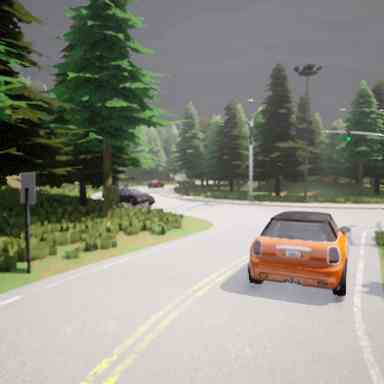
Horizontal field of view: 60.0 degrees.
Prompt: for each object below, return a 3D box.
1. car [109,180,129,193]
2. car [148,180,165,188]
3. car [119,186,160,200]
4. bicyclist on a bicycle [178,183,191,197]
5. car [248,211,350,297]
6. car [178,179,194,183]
[{"bbox_3d":[-10.746,-0.862,49.246,2.097,1.767,4.553,0,3,-2],"label":"car"},{"bbox_3d":[-6.446,-1.406,60.571,1.882,1.535,5.008,1,3,11],"label":"car"},{"bbox_3d":[-5.306,0.430,30.170,2.033,1.411,5.357,-3,4,-36],"label":"car"},{"bbox_3d":[-0.784,-0.213,36.796,1.656,1.620,0.582,-2,4,-29],"label":"bicyclist on a bicycle"},{"bbox_3d":[3.045,1.290,8.955,2.097,1.767,4.553,2,2,25],"label":"car"},{"bbox_3d":[-1.104,-2.070,72.570,1.812,1.442,4.674,3,5,43],"label":"car"}]
